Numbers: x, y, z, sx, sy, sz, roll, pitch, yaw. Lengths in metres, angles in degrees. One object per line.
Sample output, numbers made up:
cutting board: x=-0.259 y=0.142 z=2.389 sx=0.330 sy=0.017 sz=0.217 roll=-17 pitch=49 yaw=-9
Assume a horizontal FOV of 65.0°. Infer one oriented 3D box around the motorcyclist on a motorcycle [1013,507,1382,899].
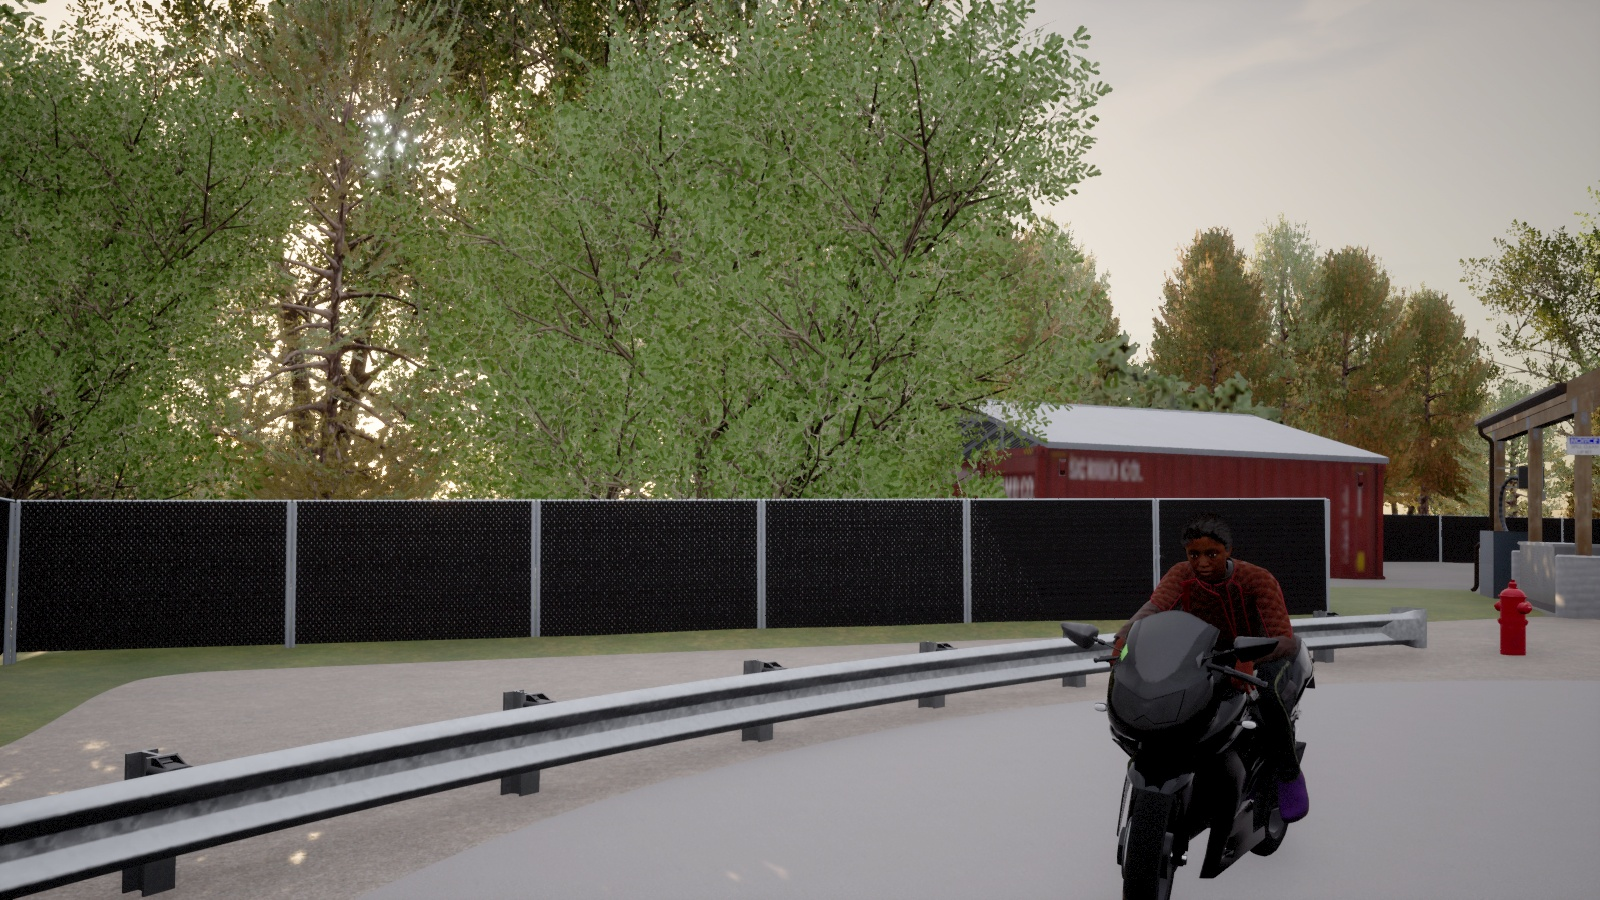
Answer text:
motorcyclist on a motorcycle: x=1.675 y=0.996 z=5.020 sx=0.797 sy=1.523 sz=2.044 roll=-1 pitch=-3 yaw=36
